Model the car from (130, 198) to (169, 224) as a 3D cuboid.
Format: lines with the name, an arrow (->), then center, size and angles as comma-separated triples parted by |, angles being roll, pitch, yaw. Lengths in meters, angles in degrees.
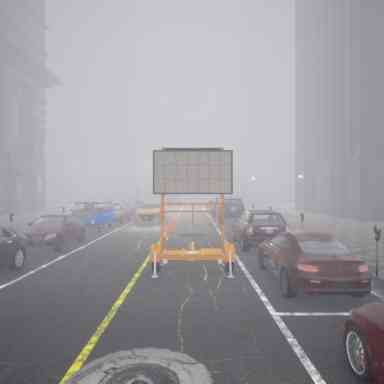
car -> -3.044, 1.483, 24.962 | 1.882, 1.535, 5.008 | 0, 0, 0

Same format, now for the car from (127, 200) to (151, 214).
car -> -5.683, 1.580, 36.439 | 1.947, 1.339, 4.313 | 0, 0, 0

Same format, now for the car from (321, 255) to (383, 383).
car -> 2.765, 1.582, 2.606 | 1.802, 1.307, 4.206 | 0, 0, 0

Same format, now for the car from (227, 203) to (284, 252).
car -> 2.790, 1.441, 13.878 | 1.967, 1.590, 4.097 | 0, 0, 0

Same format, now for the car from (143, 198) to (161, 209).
car -> -5.657, 1.575, 47.713 | 2.008, 1.369, 4.403 | 0, 0, 0

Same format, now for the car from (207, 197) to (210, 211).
car -> 2.828, 1.324, 30.786 | 2.192, 1.841, 5.009 | 0, 0, 0

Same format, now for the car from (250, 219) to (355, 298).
car -> 2.778, 1.582, 8.242 | 1.802, 1.307, 4.206 | 0, 0, 0

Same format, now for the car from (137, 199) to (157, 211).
car -> -5.670, 1.585, 42.076 | 1.947, 1.339, 4.313 | 0, 0, 0

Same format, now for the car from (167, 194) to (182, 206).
car -> -2.873, 1.254, 54.953 | 2.150, 2.045, 5.566 | 0, 0, 0

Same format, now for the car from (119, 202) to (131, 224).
car -> -5.709, 1.531, 24.996 | 1.752, 1.417, 4.829 | 0, 0, 0

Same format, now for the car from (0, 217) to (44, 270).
car -> -5.747, 1.551, 8.256 | 2.008, 1.369, 4.403 | 0, 0, 0

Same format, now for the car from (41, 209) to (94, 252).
car -> -5.734, 1.583, 13.893 | 1.802, 1.307, 4.206 | 0, 0, 0

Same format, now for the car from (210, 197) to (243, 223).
car -> 2.815, 1.321, 25.150 | 2.192, 1.841, 5.009 | 0, 0, 0

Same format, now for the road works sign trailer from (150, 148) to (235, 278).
road works sign trailer -> 0.023, 0.465, 10.138 | 2.380, 3.560, 2.880 | 0, 0, 0

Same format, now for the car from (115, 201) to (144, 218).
car -> -5.695, 1.591, 30.803 | 1.802, 1.307, 4.206 | 0, 0, 0

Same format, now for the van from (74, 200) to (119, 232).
van -> -5.722, 1.344, 19.530 | 1.690, 1.788, 3.998 | 0, 0, 0
